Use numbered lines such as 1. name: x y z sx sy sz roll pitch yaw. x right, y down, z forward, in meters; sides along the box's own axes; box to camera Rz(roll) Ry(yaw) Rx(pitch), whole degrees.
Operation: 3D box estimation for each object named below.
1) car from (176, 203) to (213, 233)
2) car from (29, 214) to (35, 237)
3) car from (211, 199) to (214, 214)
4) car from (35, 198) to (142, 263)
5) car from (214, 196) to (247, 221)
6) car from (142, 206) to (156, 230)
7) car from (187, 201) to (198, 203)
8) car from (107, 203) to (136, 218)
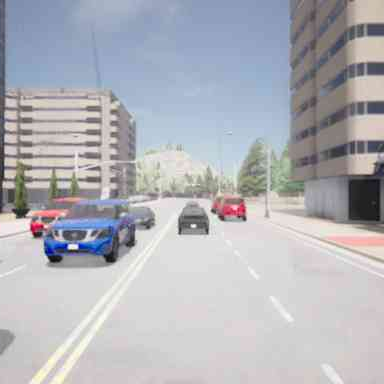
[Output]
1. car: 0.098 1.658 20.855 1.837 1.490 4.892 0 -1 0
2. car: -7.074 1.362 19.080 2.150 2.045 5.566 0 0 1
3. car: 3.495 1.514 39.864 2.150 2.045 5.566 0 0 0
4. car: -3.561 1.316 12.768 2.150 2.045 5.566 0 0 0
5. car: 3.497 1.439 29.610 2.150 2.045 5.566 0 0 0
6. car: -3.555 1.694 22.869 1.812 1.442 4.674 0 0 0
7. car: 0.069 1.826 41.161 1.812 1.442 4.674 0 0 0
8. car: -7.011 1.847 33.537 1.895 1.301 4.718 0 0 0
